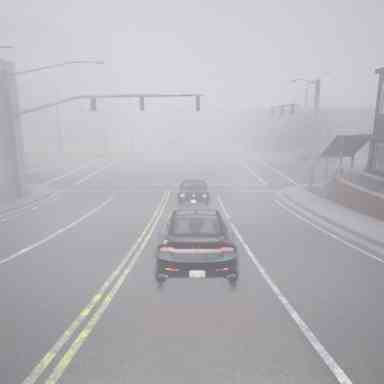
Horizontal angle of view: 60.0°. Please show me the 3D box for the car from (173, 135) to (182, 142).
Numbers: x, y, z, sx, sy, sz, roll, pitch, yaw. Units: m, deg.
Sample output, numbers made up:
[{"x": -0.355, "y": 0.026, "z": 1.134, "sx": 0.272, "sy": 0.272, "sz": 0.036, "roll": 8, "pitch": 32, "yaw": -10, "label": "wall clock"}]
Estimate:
[{"x": -3.471, "y": -12.756, "z": 78.970, "sx": 1.837, "sy": 1.490, "sz": 4.892, "roll": 0, "pitch": 12, "yaw": 0, "label": "car"}]

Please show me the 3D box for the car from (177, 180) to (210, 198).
[{"x": 0.103, "y": -0.130, "z": 21.071, "sx": 1.895, "sy": 1.301, "sz": 4.718, "roll": 0, "pitch": 10, "yaw": 0, "label": "car"}]

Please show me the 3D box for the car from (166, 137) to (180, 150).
[{"x": -3.548, "y": -8.447, "z": 59.312, "sx": 1.837, "sy": 1.490, "sz": 4.892, "roll": 0, "pitch": 12, "yaw": 0, "label": "car"}]

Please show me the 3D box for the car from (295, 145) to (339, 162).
[{"x": 15.817, "y": -4.695, "z": 41.459, "sx": 4.553, "sy": 1.767, "sz": 2.097, "roll": 0, "pitch": 12, "yaw": 0, "label": "car"}]

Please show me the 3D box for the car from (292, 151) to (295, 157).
[{"x": 15.985, "y": -5.444, "z": 44.878, "sx": 4.553, "sy": 1.767, "sz": 2.097, "roll": 0, "pitch": 12, "yaw": 0, "label": "car"}]

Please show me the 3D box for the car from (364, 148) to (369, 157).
[{"x": 26.312, "y": -5.564, "z": 44.813, "sx": 5.566, "sy": 2.045, "sz": 2.150, "roll": 0, "pitch": 12, "yaw": 0, "label": "car"}]

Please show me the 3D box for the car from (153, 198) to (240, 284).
[{"x": 0.102, "y": 1.197, "z": 8.822, "sx": 2.128, "sy": 1.511, "sz": 4.902, "roll": 0, "pitch": 4, "yaw": 0, "label": "car"}]

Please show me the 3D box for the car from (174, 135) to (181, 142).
[{"x": -3.474, "y": -10.549, "z": 69.137, "sx": 1.994, "sy": 1.385, "sz": 4.181, "roll": 0, "pitch": 12, "yaw": 0, "label": "car"}]
